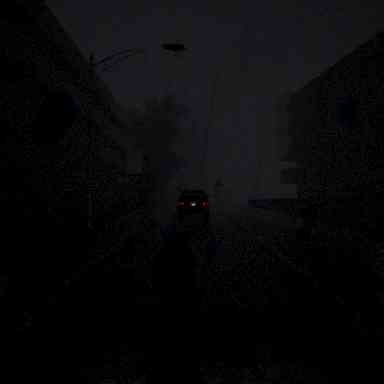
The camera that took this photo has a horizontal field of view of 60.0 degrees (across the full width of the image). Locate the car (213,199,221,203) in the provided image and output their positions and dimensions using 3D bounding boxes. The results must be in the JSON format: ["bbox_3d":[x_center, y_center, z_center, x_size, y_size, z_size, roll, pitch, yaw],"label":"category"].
[{"bbox_3d":[4.846,2.478,89.575,2.185,1.767,4.553,4,-4,-31],"label":"car"}]

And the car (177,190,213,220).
[{"bbox_3d":[0.097,0.835,24.378,2.150,2.045,5.566,0,2,0],"label":"car"}]

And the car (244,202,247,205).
[{"bbox_3d":[13.648,3.441,91.330,1.946,1.575,5.366,7,-4,-30],"label":"car"}]

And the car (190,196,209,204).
[{"bbox_3d":[1.966,2.183,88.987,2.435,2.045,5.566,2,-3,-30],"label":"car"}]

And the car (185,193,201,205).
[{"bbox_3d":[0.177,0.863,42.624,1.882,1.535,5.008,0,-1,1],"label":"car"}]

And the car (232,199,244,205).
[{"bbox_3d":[10.815,2.900,90.633,2.435,2.045,5.566,7,-4,-30],"label":"car"}]

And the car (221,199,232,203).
[{"bbox_3d":[7.818,2.730,90.074,2.185,1.767,4.553,6,-4,-31],"label":"car"}]
